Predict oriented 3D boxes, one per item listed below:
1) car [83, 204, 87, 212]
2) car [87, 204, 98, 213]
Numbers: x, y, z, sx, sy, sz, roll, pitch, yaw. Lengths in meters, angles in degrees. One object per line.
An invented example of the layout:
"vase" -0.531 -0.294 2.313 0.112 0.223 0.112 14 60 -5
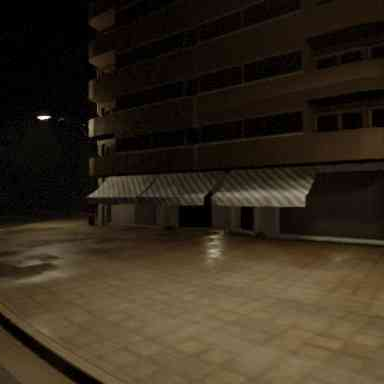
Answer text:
"car" -12.886 2.003 45.944 1.812 1.442 4.674 -1 0 30
"car" -10.738 1.960 42.706 1.812 1.442 4.674 -1 0 27
